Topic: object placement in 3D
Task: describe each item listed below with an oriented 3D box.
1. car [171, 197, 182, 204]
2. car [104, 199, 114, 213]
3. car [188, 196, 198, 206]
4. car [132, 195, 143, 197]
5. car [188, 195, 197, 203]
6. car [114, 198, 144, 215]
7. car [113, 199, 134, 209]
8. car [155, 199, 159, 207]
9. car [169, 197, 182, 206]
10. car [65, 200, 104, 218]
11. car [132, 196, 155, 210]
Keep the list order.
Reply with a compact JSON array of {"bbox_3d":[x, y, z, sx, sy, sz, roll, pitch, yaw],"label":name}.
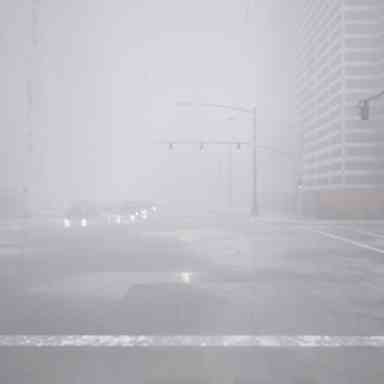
[{"bbox_3d":[-3.378,1.777,74.072,2.128,1.511,4.902,0,0,0],"label":"car"},{"bbox_3d":[-10.529,1.715,41.545,1.882,1.535,5.008,0,0,0],"label":"car"},{"bbox_3d":[0.105,1.912,63.780,2.033,1.411,5.357,0,0,0],"label":"car"},{"bbox_3d":[-10.454,1.830,61.737,1.882,1.535,5.008,0,0,0],"label":"car"},{"bbox_3d":[0.122,1.607,74.037,2.097,1.767,4.553,0,0,0],"label":"car"},{"bbox_3d":[-7.038,1.719,37.528,1.837,1.490,4.892,0,0,0],"label":"car"},{"bbox_3d":[-10.510,1.841,51.455,2.033,1.411,5.357,0,0,0],"label":"car"},{"bbox_3d":[-6.983,1.933,58.202,1.895,1.301,4.718,0,0,0],"label":"car"},{"bbox_3d":[-3.395,1.856,63.787,2.128,1.511,4.902,0,0,0],"label":"car"},{"bbox_3d":[-10.584,1.537,32.414,2.097,1.767,4.553,0,0,1],"label":"car"},{"bbox_3d":[-7.018,1.765,47.879,2.128,1.511,4.902,0,0,0],"label":"car"}]
